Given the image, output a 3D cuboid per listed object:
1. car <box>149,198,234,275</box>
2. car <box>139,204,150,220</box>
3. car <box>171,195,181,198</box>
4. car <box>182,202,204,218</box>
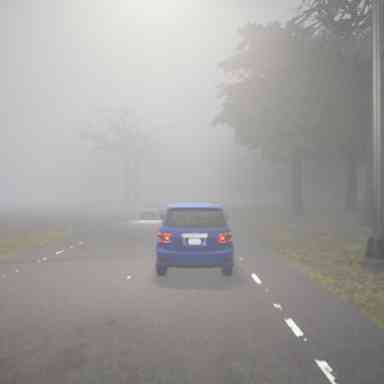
[{"bbox_3d":[0.080,1.350,11.057,2.150,2.045,5.566,0,0,0],"label":"car"},{"bbox_3d":[-3.609,1.772,30.732,1.994,1.385,4.181,0,0,0],"label":"car"},{"bbox_3d":[-3.527,1.472,71.911,2.128,1.511,4.902,0,1,0],"label":"car"},{"bbox_3d":[0.086,1.754,33.709,2.033,1.411,5.357,0,0,0],"label":"car"}]
